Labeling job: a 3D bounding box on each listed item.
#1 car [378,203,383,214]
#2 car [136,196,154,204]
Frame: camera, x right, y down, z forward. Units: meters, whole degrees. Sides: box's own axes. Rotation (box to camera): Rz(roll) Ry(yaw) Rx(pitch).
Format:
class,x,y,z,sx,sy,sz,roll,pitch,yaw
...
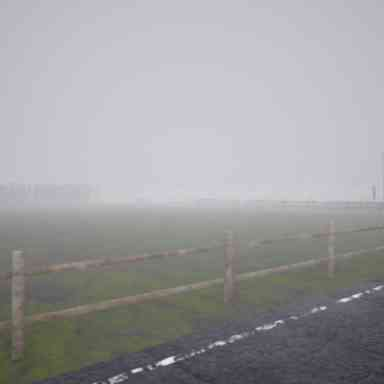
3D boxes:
class,x,y,z,sx,sy,sz,roll,pitch,yaw
car,20.930,1.575,32.660,2.128,1.511,4.902,0,1,-33
car,-9.948,1.589,70.662,2.097,1.767,4.553,0,0,-39
